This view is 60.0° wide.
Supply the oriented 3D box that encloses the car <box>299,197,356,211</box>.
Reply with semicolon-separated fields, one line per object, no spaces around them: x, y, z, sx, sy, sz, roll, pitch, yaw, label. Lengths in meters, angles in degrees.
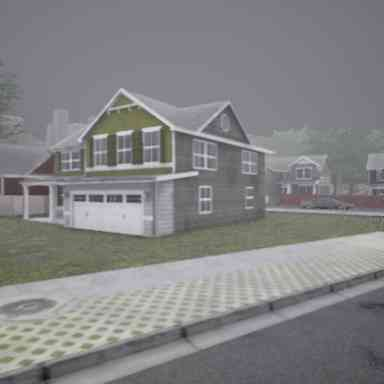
13.994;1.267;34.574;5.357;1.411;2.033;1;1;34;car
